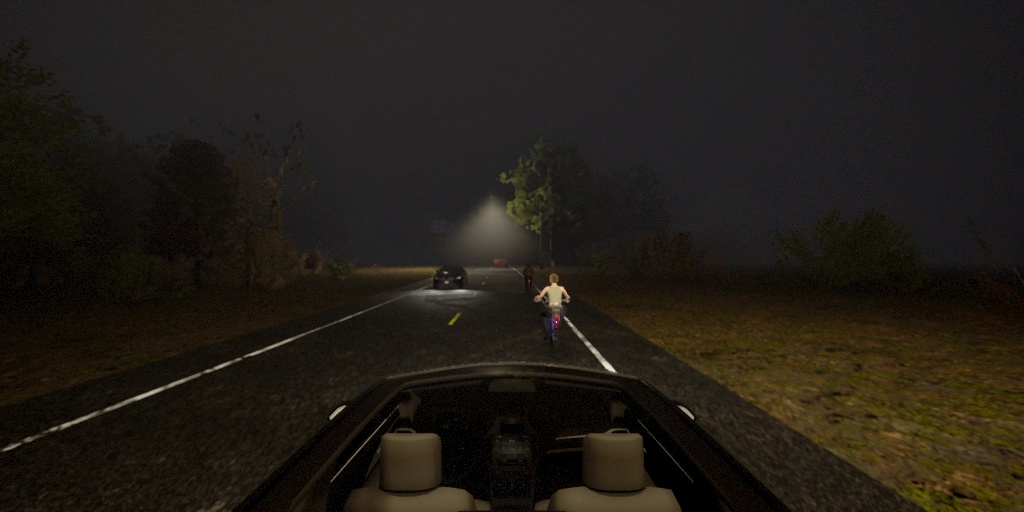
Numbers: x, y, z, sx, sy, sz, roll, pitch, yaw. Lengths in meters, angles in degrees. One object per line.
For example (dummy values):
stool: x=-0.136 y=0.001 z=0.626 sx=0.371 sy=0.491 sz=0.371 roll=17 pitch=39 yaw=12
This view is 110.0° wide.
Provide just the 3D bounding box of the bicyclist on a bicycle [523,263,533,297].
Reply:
bicyclist on a bicycle: x=0.803 y=1.195 z=17.529 sx=0.582 sy=1.620 sz=1.656 roll=0 pitch=0 yaw=-1

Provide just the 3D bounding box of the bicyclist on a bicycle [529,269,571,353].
bicyclist on a bicycle: x=0.900 y=1.185 z=7.831 sx=0.866 sy=1.612 sz=1.509 roll=0 pitch=0 yaw=0

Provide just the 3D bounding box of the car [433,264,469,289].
car: x=-3.881 y=1.265 z=23.315 sx=1.812 sy=1.442 sz=4.674 roll=0 pitch=0 yaw=-1

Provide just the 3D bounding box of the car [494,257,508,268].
car: x=-1.707 y=1.218 z=59.939 sx=1.812 sy=1.442 sz=4.674 roll=0 pitch=0 yaw=-3
